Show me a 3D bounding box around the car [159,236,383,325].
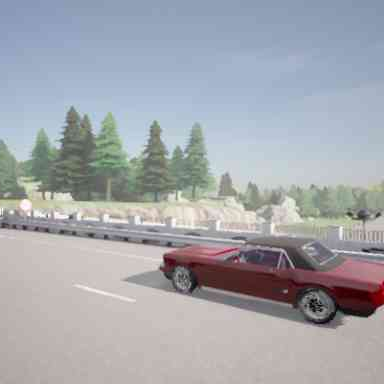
[{"bbox_3d":[1.552,1.626,7.191,4.718,1.301,1.895,0,0,36],"label":"car"}]
